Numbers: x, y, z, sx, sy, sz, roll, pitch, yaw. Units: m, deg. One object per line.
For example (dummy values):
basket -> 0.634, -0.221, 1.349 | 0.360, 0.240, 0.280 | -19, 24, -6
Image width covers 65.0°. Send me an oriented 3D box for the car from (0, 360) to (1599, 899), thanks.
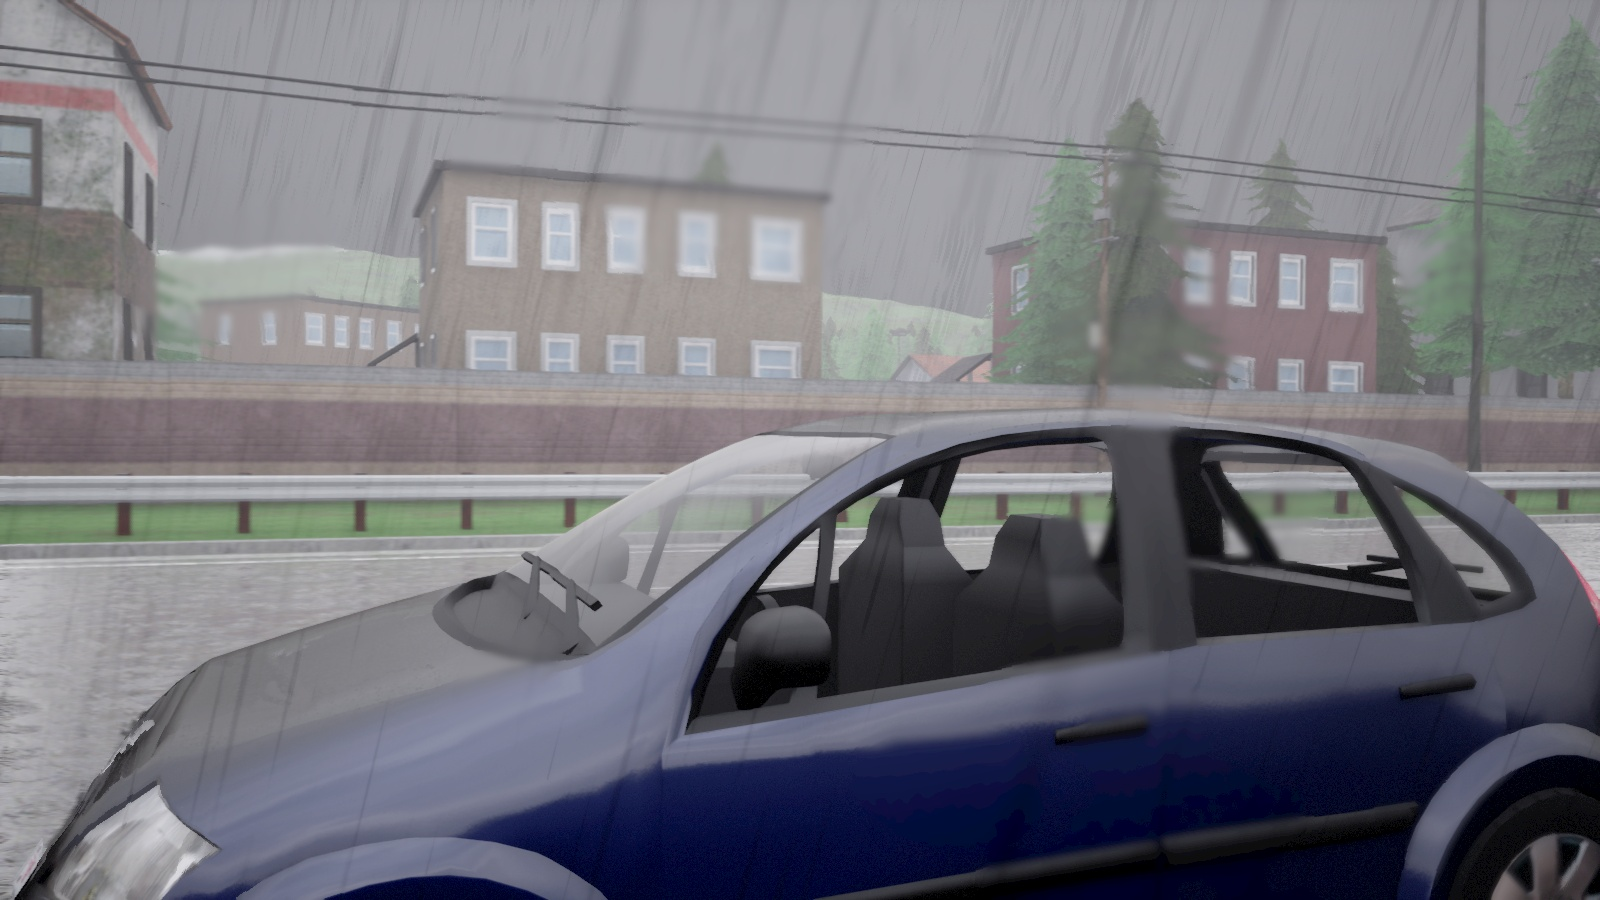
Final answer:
car -> 0.254, 0.639, 3.334 | 3.988, 1.617, 1.851 | -1, 1, -21
